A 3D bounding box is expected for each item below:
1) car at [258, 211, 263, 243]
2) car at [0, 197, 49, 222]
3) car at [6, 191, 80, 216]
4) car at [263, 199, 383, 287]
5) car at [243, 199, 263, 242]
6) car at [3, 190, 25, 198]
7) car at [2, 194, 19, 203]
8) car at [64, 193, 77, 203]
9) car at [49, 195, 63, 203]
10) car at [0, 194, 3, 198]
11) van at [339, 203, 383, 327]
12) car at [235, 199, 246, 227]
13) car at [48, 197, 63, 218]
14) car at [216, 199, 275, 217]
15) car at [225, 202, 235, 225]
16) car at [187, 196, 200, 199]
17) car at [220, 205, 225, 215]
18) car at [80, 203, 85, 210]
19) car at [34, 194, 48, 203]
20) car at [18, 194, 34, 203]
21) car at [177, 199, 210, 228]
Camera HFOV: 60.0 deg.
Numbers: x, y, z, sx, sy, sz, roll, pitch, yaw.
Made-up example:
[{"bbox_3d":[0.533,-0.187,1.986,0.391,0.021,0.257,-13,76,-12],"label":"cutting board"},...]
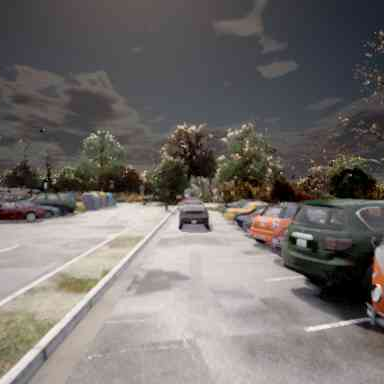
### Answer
[{"bbox_3d":[4.838,1.499,11.000,4.674,1.452,2.002,1,0,-20],"label":"car"},{"bbox_3d":[-13.304,1.411,24.035,5.008,1.535,2.097,-1,0,-20],"label":"car"},{"bbox_3d":[-13.294,1.135,30.060,5.566,2.045,2.435,-1,1,-20],"label":"car"},{"bbox_3d":[4.862,1.215,8.037,5.566,2.045,2.435,1,0,-20],"label":"car"},{"bbox_3d":[4.809,1.325,13.971,4.553,1.767,2.185,1,0,-20],"label":"car"},{"bbox_3d":[-25.924,0.768,49.684,2.435,2.045,5.566,1,-1,-19],"label":"car"},{"bbox_3d":[-36.346,1.371,66.832,2.185,1.767,4.553,1,-3,-19],"label":"car"},{"bbox_3d":[-24.264,1.242,66.654,2.435,2.045,5.566,1,-2,-19],"label":"car"},{"bbox_3d":[-27.268,1.494,66.673,2.231,1.521,4.892,1,-3,-19],"label":"car"},{"bbox_3d":[-28.900,1.060,49.747,2.002,1.452,4.674,1,-1,-19],"label":"car"},{"bbox_3d":[4.724,1.246,5.006,4.442,1.987,1.878,1,0,-20],"label":"van"},{"bbox_3d":[4.875,1.319,16.962,4.553,1.767,2.185,1,0,-20],"label":"car"},{"bbox_3d":[-13.284,1.441,27.060,4.674,1.452,2.002,-1,0,-20],"label":"car"},{"bbox_3d":[4.876,1.412,30.526,4.892,1.521,2.231,1,1,-20],"label":"car"},{"bbox_3d":[4.825,1.465,20.332,4.792,1.488,2.163,1,0,-20],"label":"car"},{"bbox_3d":[0.163,1.240,37.386,2.097,1.767,4.553,0,0,0],"label":"car"},{"bbox_3d":[5.029,1.427,23.807,5.366,1.575,1.946,1,0,-20],"label":"car"},{"bbox_3d":[-13.426,1.364,33.036,5.366,1.575,1.946,-1,1,-20],"label":"car"},{"bbox_3d":[-30.283,1.367,66.687,2.185,1.767,4.553,1,-2,-19],"label":"car"},{"bbox_3d":[-33.319,1.370,66.793,2.185,1.767,4.553,1,-3,-19],"label":"car"},{"bbox_3d":[0.124,1.454,21.614,1.837,1.490,4.892,0,0,0],"label":"car"}]
